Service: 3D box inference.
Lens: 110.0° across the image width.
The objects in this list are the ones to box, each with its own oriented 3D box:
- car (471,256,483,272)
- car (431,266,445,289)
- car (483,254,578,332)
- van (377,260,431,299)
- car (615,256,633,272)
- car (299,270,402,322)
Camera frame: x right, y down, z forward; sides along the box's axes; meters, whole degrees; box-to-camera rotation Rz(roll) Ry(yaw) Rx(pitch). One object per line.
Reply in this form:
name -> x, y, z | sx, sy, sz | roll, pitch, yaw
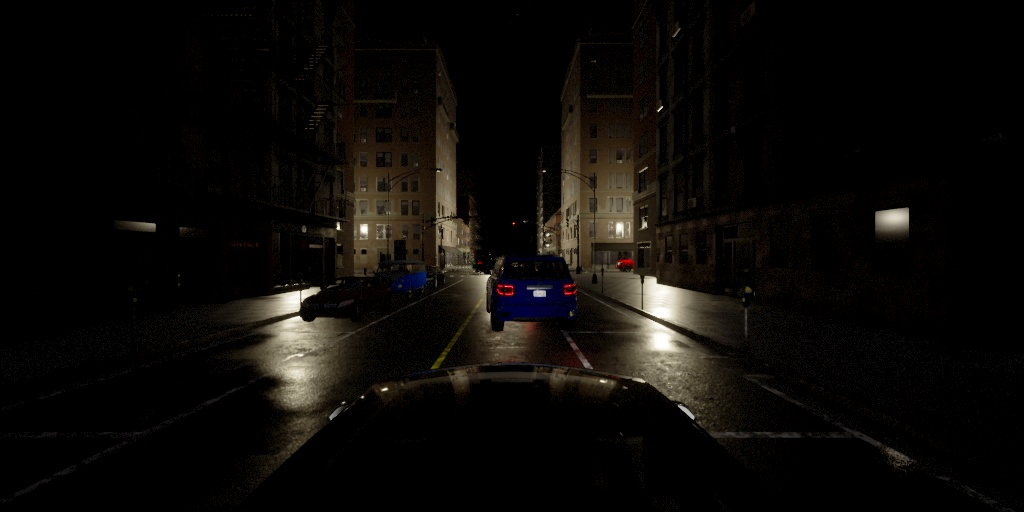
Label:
car -> -2.254, 0.971, 43.630 | 5.566, 2.045, 2.150 | 0, 1, -37
car -> -5.392, 1.301, 23.020 | 2.007, 1.370, 4.403 | 0, 0, 0
car -> 0.359, 0.972, 11.051 | 2.150, 2.045, 5.566 | 0, 0, -6
van -> -5.393, 1.091, 17.614 | 1.690, 1.789, 3.998 | 0, 0, 0
car -> 15.329, 0.880, 43.071 | 5.566, 2.045, 2.150 | 0, 0, 0
car -> -5.394, 1.332, 12.208 | 1.802, 1.307, 4.207 | 0, 0, 0
